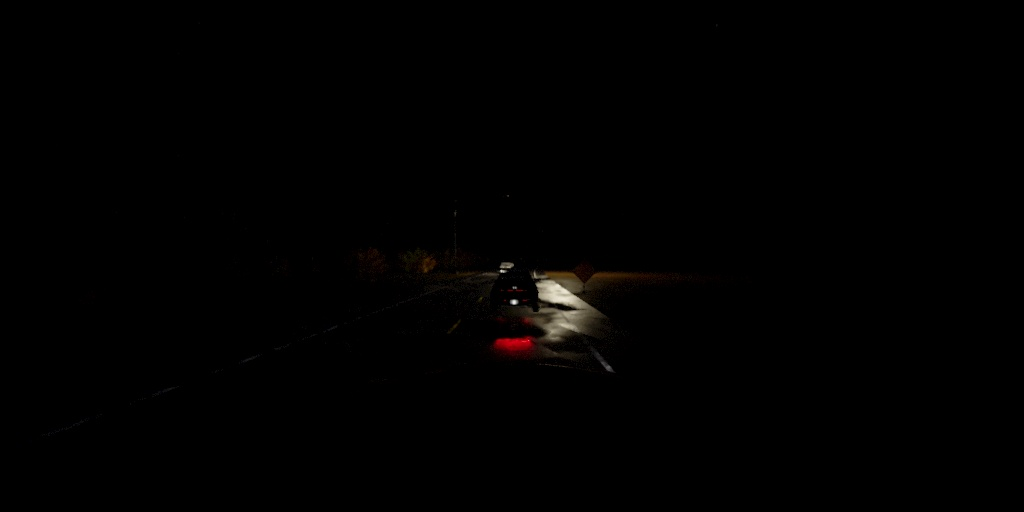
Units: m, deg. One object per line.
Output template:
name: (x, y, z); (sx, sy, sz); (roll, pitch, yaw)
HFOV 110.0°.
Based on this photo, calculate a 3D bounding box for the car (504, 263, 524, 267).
car: (0.536, 1.586, 30.637); (1.812, 1.442, 4.674); (0, 0, 3)

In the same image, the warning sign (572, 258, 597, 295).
warning sign: (3.722, 1.047, 18.447); (1.300, 1.860, 1.060); (0, 0, 1)

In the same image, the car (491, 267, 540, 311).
car: (0.140, 1.404, 15.275); (1.837, 1.490, 4.892); (0, 0, 1)
